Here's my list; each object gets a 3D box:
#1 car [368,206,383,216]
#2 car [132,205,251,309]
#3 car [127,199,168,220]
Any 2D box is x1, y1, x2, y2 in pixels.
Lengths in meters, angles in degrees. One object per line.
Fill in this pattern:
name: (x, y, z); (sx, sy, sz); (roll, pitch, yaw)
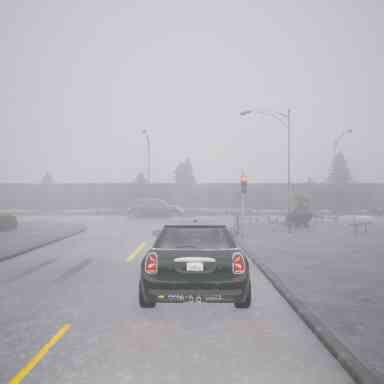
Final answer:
car: (19.316, 1.547, 30.640); (5.357, 1.411, 2.033); (0, 0, 0)
car: (0.075, 1.352, 8.061); (2.097, 1.767, 4.553); (0, 0, 1)
car: (-2.788, 1.352, 26.479); (4.553, 1.767, 2.097); (0, 0, 0)
